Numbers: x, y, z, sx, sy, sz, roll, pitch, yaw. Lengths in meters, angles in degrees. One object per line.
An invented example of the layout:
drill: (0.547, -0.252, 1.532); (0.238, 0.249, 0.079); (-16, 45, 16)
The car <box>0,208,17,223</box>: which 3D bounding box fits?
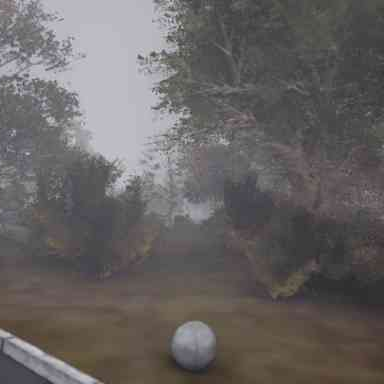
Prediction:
car: (-18.421, 2.594, 33.394); (2.150, 2.045, 5.566); (-1, -4, 36)
